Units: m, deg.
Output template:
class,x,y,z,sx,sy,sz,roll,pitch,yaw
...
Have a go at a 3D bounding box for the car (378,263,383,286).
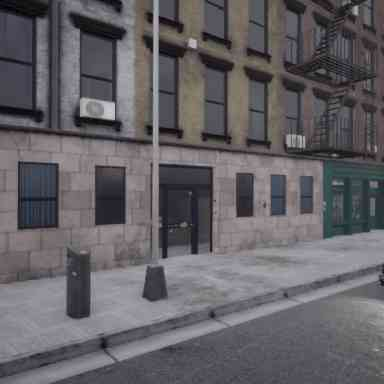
class,x,y,z,sx,sy,sz,roll,pitch,yaw
car,6.632,1.545,7.981,5.357,1.411,2.033,0,0,-35
